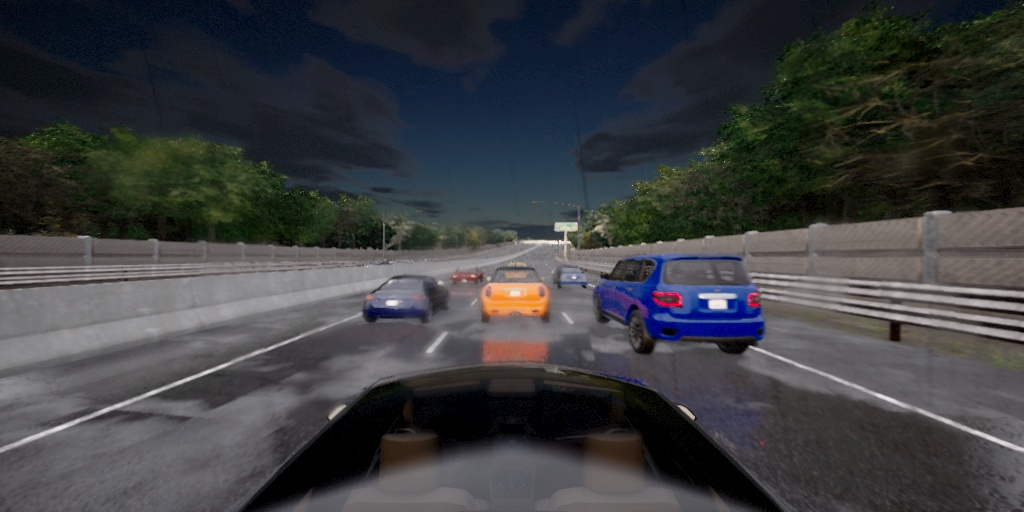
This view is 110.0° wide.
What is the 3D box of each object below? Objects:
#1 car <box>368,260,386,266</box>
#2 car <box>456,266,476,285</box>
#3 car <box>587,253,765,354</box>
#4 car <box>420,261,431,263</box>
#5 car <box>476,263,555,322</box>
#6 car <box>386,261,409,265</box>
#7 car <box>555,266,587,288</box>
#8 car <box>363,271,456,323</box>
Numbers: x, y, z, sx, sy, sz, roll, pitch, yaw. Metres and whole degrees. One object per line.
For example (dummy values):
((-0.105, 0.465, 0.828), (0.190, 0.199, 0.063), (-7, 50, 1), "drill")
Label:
((-19.873, 1.333, 53.634), (2.128, 1.511, 4.902), (0, 0, 3), "car")
((-3.148, 1.395, 26.405), (1.895, 1.301, 4.718), (0, 0, 2), "car")
((3.591, 0.974, 8.928), (2.150, 2.045, 5.566), (0, -1, 0), "car")
((-12.899, 1.396, 53.082), (2.033, 1.411, 5.357), (0, 0, 3), "car")
((0.139, 1.113, 12.517), (2.097, 1.767, 4.553), (0, 0, 1), "car")
((-16.408, 1.445, 52.882), (1.895, 1.301, 4.718), (0, 0, 3), "car")
((3.784, 1.341, 23.994), (2.033, 1.411, 5.357), (0, 0, 2), "car")
((-3.367, 1.320, 12.188), (1.994, 1.385, 4.181), (0, 0, 1), "car")
